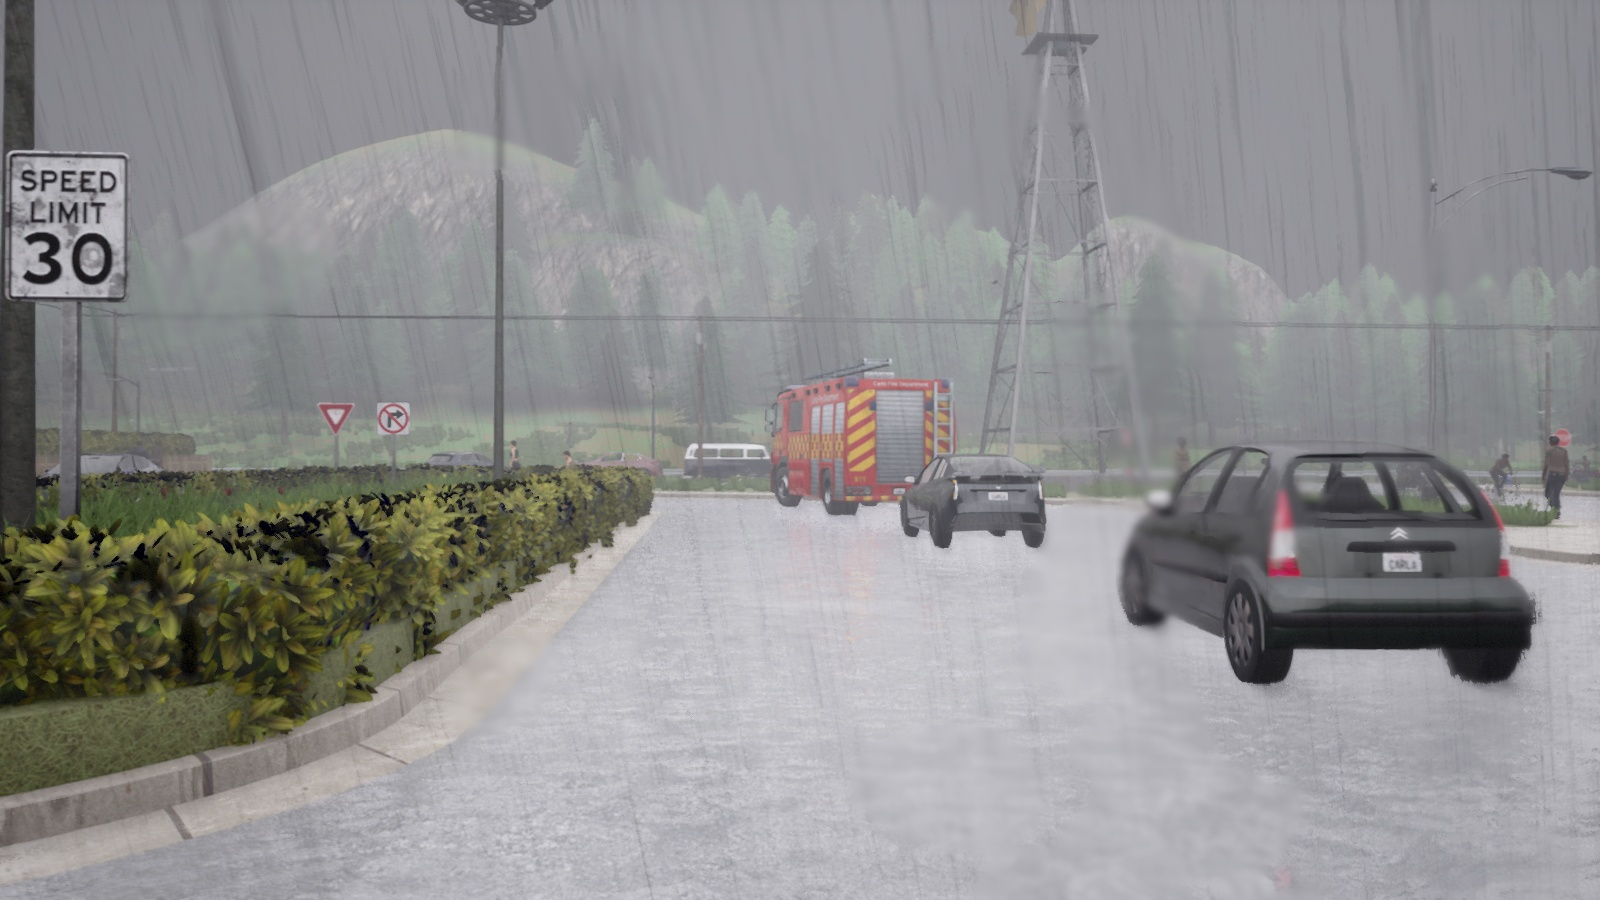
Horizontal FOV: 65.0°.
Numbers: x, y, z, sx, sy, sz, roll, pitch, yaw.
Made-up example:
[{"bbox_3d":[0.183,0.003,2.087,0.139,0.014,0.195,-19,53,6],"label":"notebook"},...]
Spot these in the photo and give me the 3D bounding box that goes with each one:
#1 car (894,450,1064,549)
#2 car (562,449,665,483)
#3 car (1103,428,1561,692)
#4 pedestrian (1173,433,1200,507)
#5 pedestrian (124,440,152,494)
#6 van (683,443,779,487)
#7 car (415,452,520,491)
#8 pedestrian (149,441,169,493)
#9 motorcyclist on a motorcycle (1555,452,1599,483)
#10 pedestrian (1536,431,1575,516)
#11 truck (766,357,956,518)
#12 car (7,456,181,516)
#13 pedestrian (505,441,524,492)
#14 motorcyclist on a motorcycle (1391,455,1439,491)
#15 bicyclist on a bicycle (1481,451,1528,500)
[{"bbox_3d":[2.961,0.780,21.792,2.007,1.525,4.514,0,0,-4],"label":"car"},{"bbox_3d":[-9.403,0.800,63.621,5.027,1.651,2.152,0,0,-3],"label":"car"},{"bbox_3d":[3.741,0.681,9.695,1.851,1.617,3.988,0,0,0],"label":"car"},{"bbox_3d":[10.226,0.527,33.260,0.396,1.930,0.692,0,0,-12],"label":"pedestrian"},{"bbox_3d":[-23.350,0.609,44.304,0.563,1.883,0.849,0,0,-4],"label":"pedestrian"},{"bbox_3d":[-3.325,0.729,60.477,4.480,2.038,2.069,0,0,-3],"label":"van"},{"bbox_3d":[-14.931,0.929,56.641,2.033,1.649,4.856,-1,0,23],"label":"car"},{"bbox_3d":[-23.223,0.614,45.524,0.331,1.846,0.634,0,0,10],"label":"pedestrian"},{"bbox_3d":[41.473,0.936,66.652,2.350,1.649,0.766,0,0,-3],"label":"motorcyclist on a motorcycle"},{"bbox_3d":[16.183,0.498,26.896,0.328,1.805,0.869,0,0,2],"label":"pedestrian"},{"bbox_3d":[1.388,-0.278,34.323,2.891,3.827,8.468,0,0,-14],"label":"truck"},{"bbox_3d":[-18.630,0.903,33.446,2.163,1.488,4.792,0,0,-4],"label":"car"},{"bbox_3d":[-10.326,0.601,45.439,0.594,1.836,0.345,0,0,28],"label":"pedestrian"},{"bbox_3d":[26.453,0.982,54.091,0.866,1.530,2.191,0,0,-4],"label":"motorcyclist on a motorcycle"},{"bbox_3d":[23.838,0.854,42.516,0.582,1.620,1.656,0,0,-4],"label":"bicyclist on a bicycle"}]
